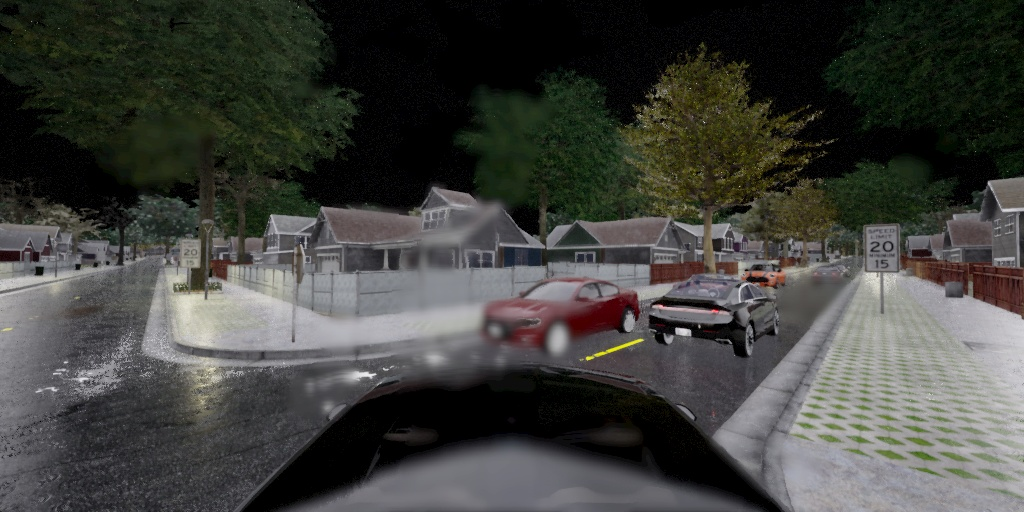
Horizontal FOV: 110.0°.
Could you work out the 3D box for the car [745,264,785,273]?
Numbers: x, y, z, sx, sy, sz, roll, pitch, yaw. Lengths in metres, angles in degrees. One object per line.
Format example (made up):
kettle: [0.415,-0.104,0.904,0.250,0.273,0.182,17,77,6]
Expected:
car: [18.002,1.343,25.633,4.553,1.767,2.097,1,-1,-45]

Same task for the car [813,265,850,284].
car: [27.087,1.567,30.593,5.357,1.411,2.033,0,-1,-44]

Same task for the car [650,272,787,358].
car: [5.088,1.301,8.768,4.902,1.511,2.128,1,-1,-45]

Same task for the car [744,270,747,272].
car: [9.353,1.502,17.034,4.718,1.301,1.895,1,-1,-45]

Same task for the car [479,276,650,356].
car: [1.423,1.296,9.134,1.882,1.535,5.008,-1,-1,45]
